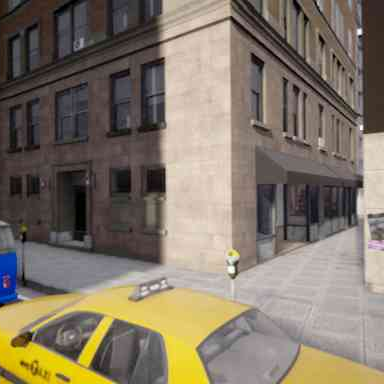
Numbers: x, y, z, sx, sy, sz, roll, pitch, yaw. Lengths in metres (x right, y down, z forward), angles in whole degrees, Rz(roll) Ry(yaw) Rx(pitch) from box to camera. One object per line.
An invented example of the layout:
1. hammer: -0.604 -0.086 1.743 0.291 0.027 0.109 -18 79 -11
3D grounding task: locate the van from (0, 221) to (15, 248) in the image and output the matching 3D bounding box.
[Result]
1. van: -5.070 1.343 6.494 3.998 1.788 1.690 0 -1 36

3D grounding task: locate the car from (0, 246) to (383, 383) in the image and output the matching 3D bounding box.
1. car: -0.597 1.526 3.288 4.829 1.417 1.752 0 -1 36
